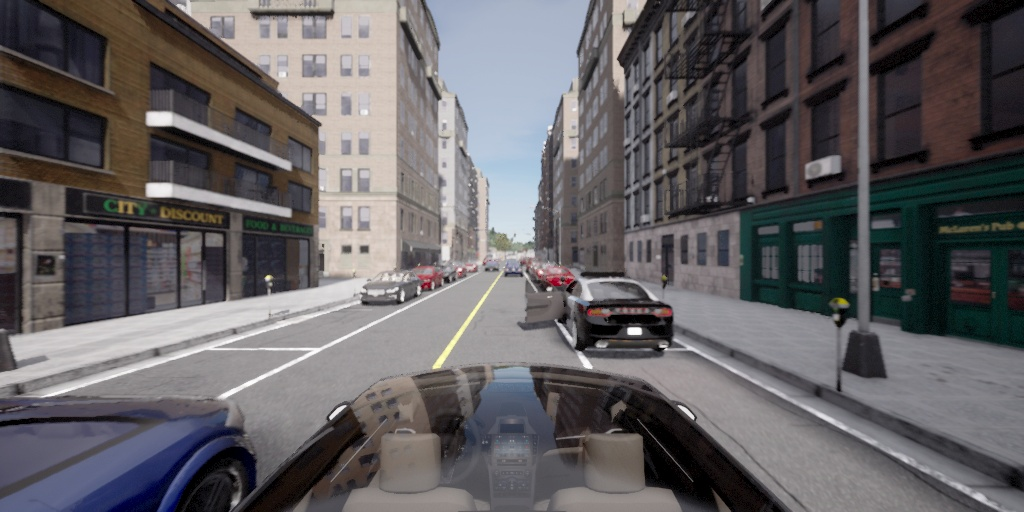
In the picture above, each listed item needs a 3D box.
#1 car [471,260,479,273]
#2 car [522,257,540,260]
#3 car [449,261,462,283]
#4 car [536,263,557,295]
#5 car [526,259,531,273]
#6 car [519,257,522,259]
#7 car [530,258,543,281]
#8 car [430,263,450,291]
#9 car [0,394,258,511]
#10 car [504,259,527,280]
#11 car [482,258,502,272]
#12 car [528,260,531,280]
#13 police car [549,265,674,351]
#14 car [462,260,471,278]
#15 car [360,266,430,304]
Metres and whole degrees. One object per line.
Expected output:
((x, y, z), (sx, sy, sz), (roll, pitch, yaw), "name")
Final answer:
((-5.269, 1.217, 44.680), (1.967, 1.591, 4.097), (0, 0, 0), "car")
((2.756, 1.092, 44.658), (2.192, 1.841, 5.009), (0, 0, 0), "car")
((-5.317, 1.333, 27.634), (1.948, 1.339, 4.313), (0, 0, 0), "car")
((2.692, 1.309, 21.929), (1.888, 1.381, 4.507), (0, 0, 0), "car")
((2.740, 1.325, 38.976), (2.007, 1.370, 4.403), (0, 0, 0), "car")
((0.125, 1.256, 46.786), (1.882, 1.535, 5.008), (0, 0, 0), "car")
((2.708, 1.208, 27.612), (1.967, 1.591, 4.097), (0, 0, 0), "car")
((-5.333, 1.308, 21.951), (1.888, 1.381, 4.507), (0, 0, 0), "car")
((-2.855, 1.313, 0.889), (1.994, 1.385, 4.181), (0, 0, 0), "car")
((0.168, 1.320, 36.255), (2.033, 1.411, 5.357), (0, 0, 1), "car")
((-2.622, 1.327, 48.121), (2.033, 1.411, 5.357), (0, 0, 0), "car")
((2.724, 1.316, 33.294), (1.888, 1.381, 4.507), (0, 0, 0), "car")
((2.261, 1.181, 9.181), (1.930, 1.638, 5.238), (0, 0, 0), "police car")
((-5.301, 1.210, 33.316), (1.967, 1.591, 4.097), (0, 0, 0), "car")
((-5.348, 1.310, 16.269), (2.007, 1.370, 4.403), (0, 0, 0), "car")
